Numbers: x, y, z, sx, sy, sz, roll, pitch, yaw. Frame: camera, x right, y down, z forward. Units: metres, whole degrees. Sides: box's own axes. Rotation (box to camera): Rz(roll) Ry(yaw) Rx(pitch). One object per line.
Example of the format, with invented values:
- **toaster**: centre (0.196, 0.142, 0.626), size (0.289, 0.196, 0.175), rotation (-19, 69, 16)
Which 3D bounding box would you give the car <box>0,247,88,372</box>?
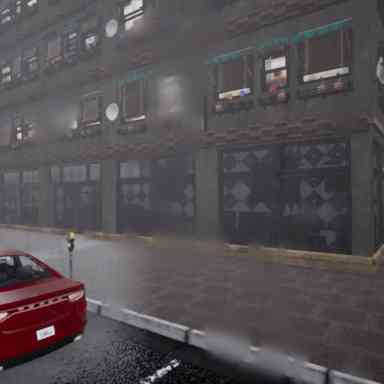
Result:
- **car**: centre (-3.557, 1.546, 5.267), size (4.507, 1.381, 1.887), rotation (0, -1, 36)
